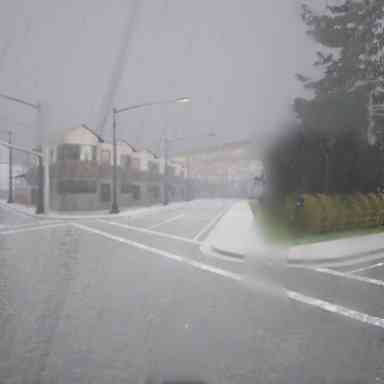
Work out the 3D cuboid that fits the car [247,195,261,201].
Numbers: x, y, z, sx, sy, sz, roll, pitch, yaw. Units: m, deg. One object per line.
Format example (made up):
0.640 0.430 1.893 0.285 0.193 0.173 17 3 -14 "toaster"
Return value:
15.990 1.411 83.369 1.882 1.535 5.008 0 0 -36 "car"
